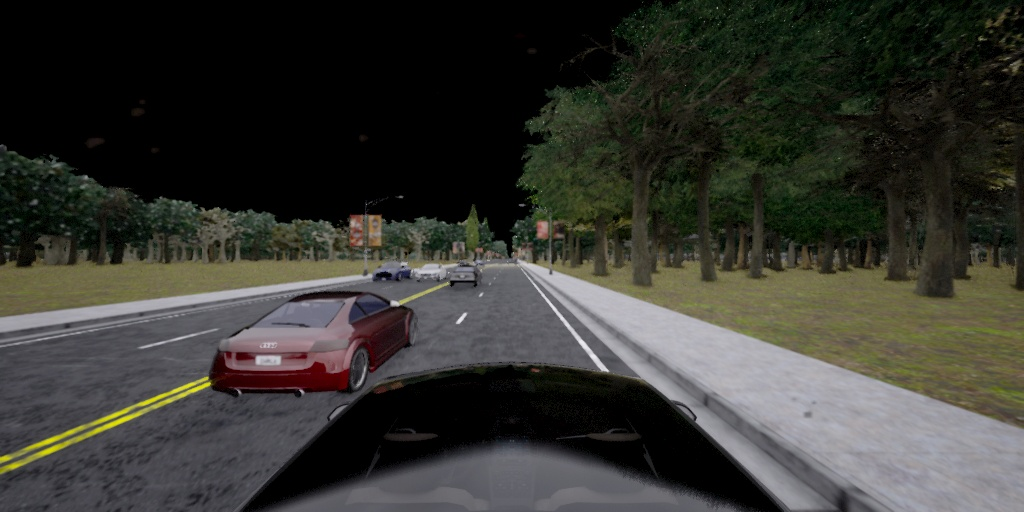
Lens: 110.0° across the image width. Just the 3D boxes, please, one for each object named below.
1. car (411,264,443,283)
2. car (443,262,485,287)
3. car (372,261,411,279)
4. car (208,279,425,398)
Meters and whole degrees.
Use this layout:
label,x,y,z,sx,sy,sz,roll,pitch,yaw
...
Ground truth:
label,x,y,z,sx,sy,sz,roll,pitch,yaw
car,-6.602,1.362,29.669,1.812,1.442,4.674,0,0,0
car,-3.159,1.368,25.328,2.033,1.411,5.357,0,0,0
car,-9.851,1.188,29.759,2.097,1.767,4.553,0,0,0
car,-3.169,1.328,6.684,1.994,1.385,4.181,0,0,0
